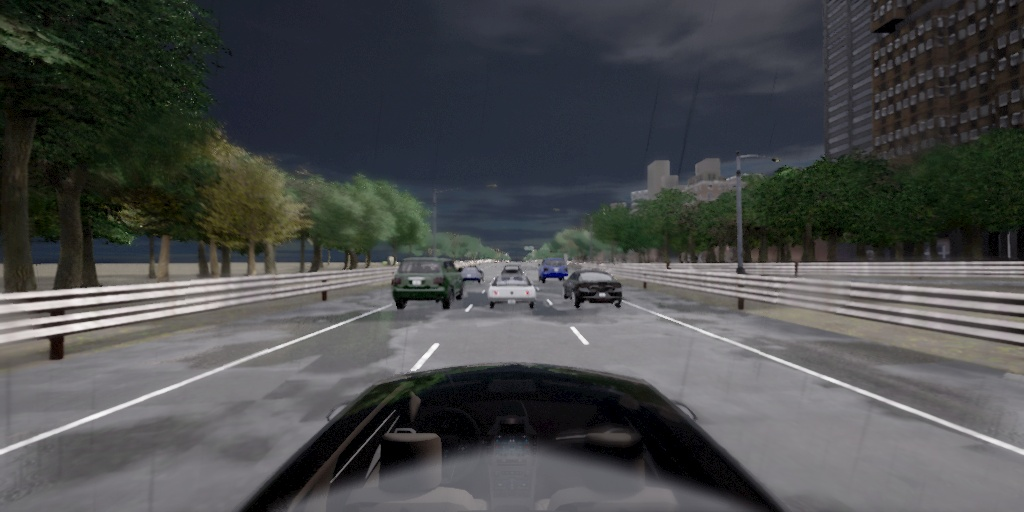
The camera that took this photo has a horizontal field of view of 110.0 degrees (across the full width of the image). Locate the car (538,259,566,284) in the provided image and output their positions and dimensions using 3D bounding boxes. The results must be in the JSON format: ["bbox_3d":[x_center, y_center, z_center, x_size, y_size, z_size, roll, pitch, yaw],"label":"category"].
[{"bbox_3d":[3.496,1.232,30.871,2.150,2.045,5.566,0,0,0],"label":"car"}]

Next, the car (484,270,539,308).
[{"bbox_3d":[0.000,1.483,15.965,1.895,1.301,4.718,0,0,0],"label":"car"}]

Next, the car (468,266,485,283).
[{"bbox_3d":[-3.498,1.582,31.181,1.994,1.385,4.181,0,0,0],"label":"car"}]

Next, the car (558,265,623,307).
[{"bbox_3d":[3.505,1.363,16.336,1.882,1.535,5.008,0,0,0],"label":"car"}]

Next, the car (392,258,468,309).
[{"bbox_3d":[-3.502,1.098,15.881,2.150,2.045,5.566,0,0,0],"label":"car"}]

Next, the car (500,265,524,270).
[{"bbox_3d":[0.000,1.526,31.147,1.837,1.490,4.892,0,0,0],"label":"car"}]
